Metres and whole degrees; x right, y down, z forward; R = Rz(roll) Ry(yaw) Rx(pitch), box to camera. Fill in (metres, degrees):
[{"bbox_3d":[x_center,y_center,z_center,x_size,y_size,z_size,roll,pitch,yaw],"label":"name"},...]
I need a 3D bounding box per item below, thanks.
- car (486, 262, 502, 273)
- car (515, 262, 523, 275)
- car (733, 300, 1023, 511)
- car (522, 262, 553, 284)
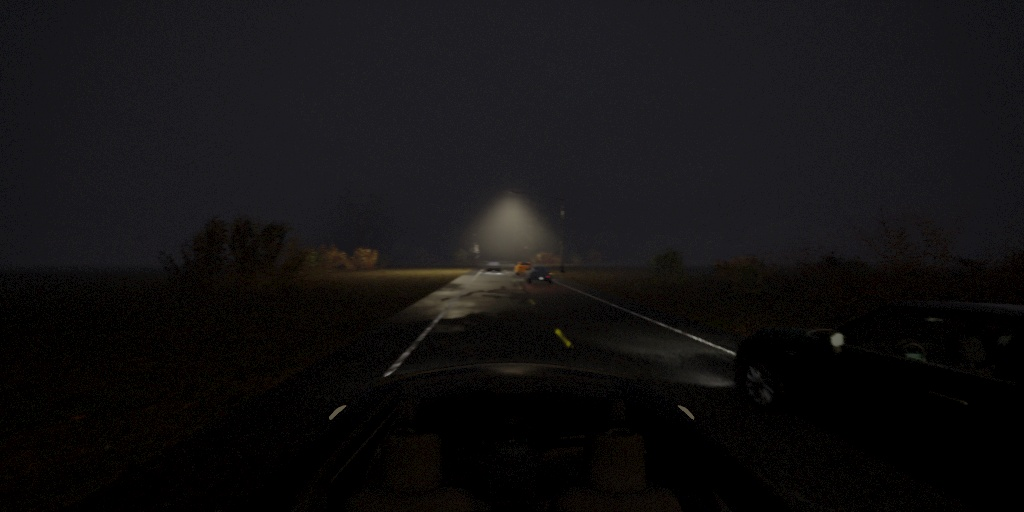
[{"bbox_3d":[-2.367,1.437,46.537,2.033,1.411,5.357,1,0,-3],"label":"car"},{"bbox_3d":[1.409,1.430,41.841,1.882,1.535,5.008,1,0,-2],"label":"car"},{"bbox_3d":[4.389,1.205,3.433,2.097,1.767,4.553,1,0,-3],"label":"car"},{"bbox_3d":[2.091,1.438,29.003,1.812,1.442,4.674,1,0,-2],"label":"car"}]
